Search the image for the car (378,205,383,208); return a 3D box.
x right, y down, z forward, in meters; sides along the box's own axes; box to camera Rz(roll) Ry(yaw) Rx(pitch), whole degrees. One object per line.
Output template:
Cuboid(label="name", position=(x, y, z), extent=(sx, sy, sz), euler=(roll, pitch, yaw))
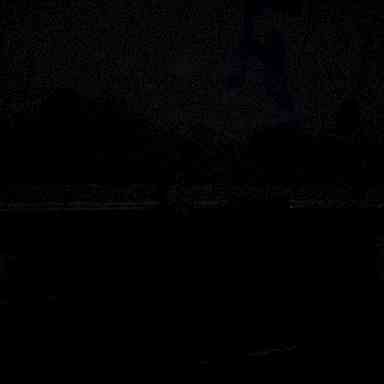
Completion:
Cuboid(label="car", position=(24.773, 1.800, 39.950), extent=(4.718, 1.301, 1.895), euler=(0, 0, -17))

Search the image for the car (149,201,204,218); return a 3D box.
Cuboid(label="car", position=(-1.491, 1.626, 31.571), extent=(4.892, 1.490, 1.837), euler=(0, 0, -18))

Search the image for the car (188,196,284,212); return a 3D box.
Cuboid(label="car", position=(2.870, 1.309, 21.945), extent=(5.566, 2.045, 2.150), euler=(0, 0, -18))

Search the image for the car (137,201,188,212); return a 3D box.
Cuboid(label="car", position=(-2.499, 1.669, 27.570), extent=(4.181, 1.385, 1.994), euler=(0, 0, -18))

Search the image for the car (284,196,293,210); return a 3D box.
Cuboid(label="car", position=(5.293, 1.328, 26.400), extent=(5.566, 2.045, 2.150), euler=(0, 0, -18))
